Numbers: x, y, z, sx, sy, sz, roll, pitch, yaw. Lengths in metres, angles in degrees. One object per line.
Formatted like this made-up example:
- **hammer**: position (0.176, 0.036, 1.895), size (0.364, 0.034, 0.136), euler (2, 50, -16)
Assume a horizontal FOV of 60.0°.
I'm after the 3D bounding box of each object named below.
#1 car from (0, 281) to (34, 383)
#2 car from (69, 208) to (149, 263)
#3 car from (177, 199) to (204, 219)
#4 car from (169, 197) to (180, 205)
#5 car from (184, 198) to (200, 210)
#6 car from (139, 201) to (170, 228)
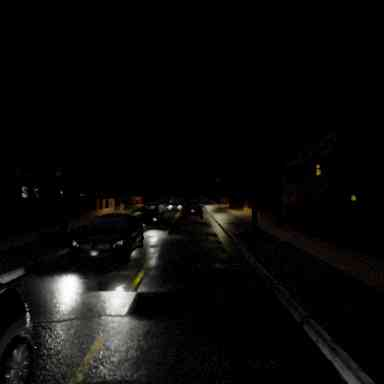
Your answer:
- **car**: position (-2.850, 1.352, 1.873), size (2.097, 1.767, 4.553), euler (0, 0, 0)
- **car**: position (-2.857, 1.525, 12.045), size (1.812, 1.442, 4.674), euler (0, 0, 0)
- **car**: position (0.047, 1.555, 28.998), size (2.033, 1.411, 5.357), euler (0, 0, 0)
- **car**: position (-2.918, 1.536, 57.617), size (1.882, 1.535, 5.008), euler (0, 0, 0)
- **car**: position (0.015, 1.576, 43.979), size (2.033, 1.411, 5.357), euler (0, 0, 0)
- **car**: position (-2.852, 1.551, 22.437), size (2.033, 1.411, 5.357), euler (0, 0, 0)
